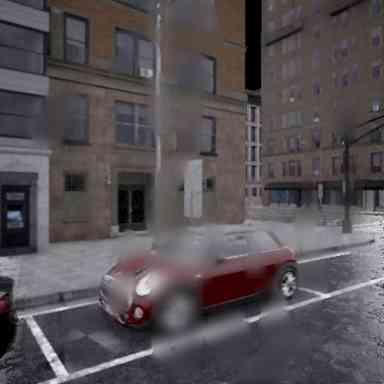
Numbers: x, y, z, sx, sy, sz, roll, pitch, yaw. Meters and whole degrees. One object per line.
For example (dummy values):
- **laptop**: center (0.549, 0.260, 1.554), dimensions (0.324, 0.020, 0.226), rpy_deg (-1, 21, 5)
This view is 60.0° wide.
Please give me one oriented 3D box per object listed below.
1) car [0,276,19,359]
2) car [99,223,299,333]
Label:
- **car**: center (-4.239, 1.566, 3.508), dimensions (4.313, 1.339, 1.947), rpy_deg (0, 0, -35)
- **car**: center (0.259, 1.439, 6.717), dimensions (4.097, 1.590, 1.967), rpy_deg (0, 0, -35)
